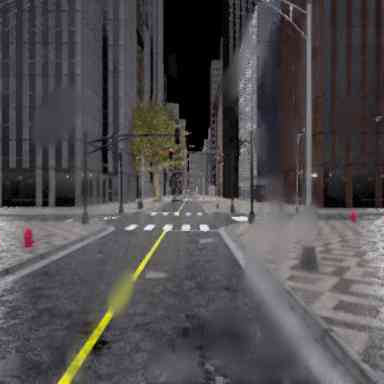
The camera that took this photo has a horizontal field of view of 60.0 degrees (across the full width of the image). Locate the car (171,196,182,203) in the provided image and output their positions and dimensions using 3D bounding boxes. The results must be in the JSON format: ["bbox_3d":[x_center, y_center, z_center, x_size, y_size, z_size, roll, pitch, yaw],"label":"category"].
[{"bbox_3d":[-2.998,1.431,65.698,1.994,1.385,4.181,0,0,0],"label":"car"}]
